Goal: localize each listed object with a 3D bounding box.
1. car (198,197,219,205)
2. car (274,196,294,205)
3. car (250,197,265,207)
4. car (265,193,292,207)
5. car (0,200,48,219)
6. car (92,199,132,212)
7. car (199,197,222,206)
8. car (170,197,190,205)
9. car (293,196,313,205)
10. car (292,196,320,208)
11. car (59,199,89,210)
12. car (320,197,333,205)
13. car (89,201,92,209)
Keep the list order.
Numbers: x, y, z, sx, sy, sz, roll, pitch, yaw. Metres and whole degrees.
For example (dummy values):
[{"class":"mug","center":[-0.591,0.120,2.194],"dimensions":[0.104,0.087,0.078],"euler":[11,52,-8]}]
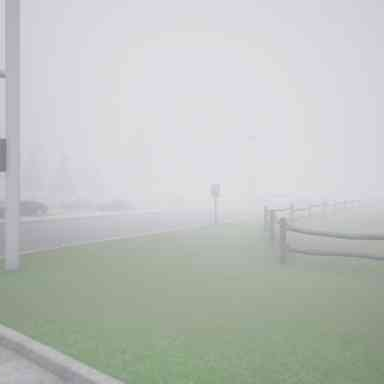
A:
[{"class":"car","center":[3.073,1.565,61.402],"dimensions":[1.994,1.385,4.181],"euler":[0,0,36]},{"class":"car","center":[16.844,1.478,60.727],"dimensions":[1.882,1.535,5.008],"euler":[0,0,36]},{"class":"car","center":[10.880,1.492,52.413],"dimensions":[2.128,1.511,4.902],"euler":[0,0,36]},{"class":"car","center":[13.554,1.221,50.132],"dimensions":[2.150,2.045,5.566],"euler":[0,0,38]},{"class":"car","center":[-15.231,1.505,29.319],"dimensions":[1.837,1.490,4.892],"euler":[0,0,35]},{"class":"car","center":[-8.913,1.564,38.383],"dimensions":[1.994,1.385,4.181],"euler":[0,0,35]},{"class":"car","center":[3.359,1.525,55.844],"dimensions":[1.812,1.442,4.674],"euler":[0,0,36]},{"class":"car","center":[-2.186,1.565,60.117],"dimensions":[1.994,1.385,4.181],"euler":[0,0,36]},{"class":"car","center":[19.662,1.478,58.651],"dimensions":[1.882,1.535,5.008],"euler":[0,0,36]},{"class":"car","center":[16.676,1.564,48.480],"dimensions":[1.994,1.385,4.181],"euler":[0,0,36]},{"class":"car","center":[-14.665,1.564,42.371],"dimensions":[1.994,1.385,4.181],"euler":[0,0,35]},{"class":"car","center":[22.480,1.547,56.575],"dimensions":[2.033,1.411,5.357],"euler":[0,0,36]},{"class":"car","center":[-10.334,1.601,42.465],"dimensions":[1.895,1.301,4.718],"euler":[0,0,35]}]
